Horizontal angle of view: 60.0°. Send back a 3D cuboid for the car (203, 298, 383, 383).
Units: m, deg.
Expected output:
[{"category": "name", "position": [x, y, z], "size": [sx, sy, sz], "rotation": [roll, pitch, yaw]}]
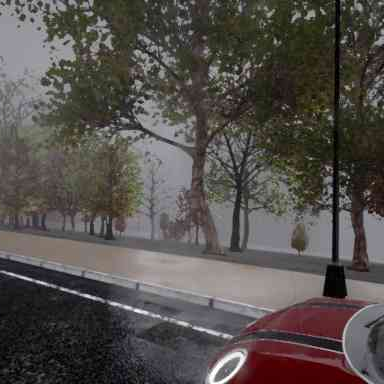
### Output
[{"category": "car", "position": [2.238, 1.352, 2.079], "size": [4.553, 1.767, 2.097], "rotation": [0, 0, 36]}]
